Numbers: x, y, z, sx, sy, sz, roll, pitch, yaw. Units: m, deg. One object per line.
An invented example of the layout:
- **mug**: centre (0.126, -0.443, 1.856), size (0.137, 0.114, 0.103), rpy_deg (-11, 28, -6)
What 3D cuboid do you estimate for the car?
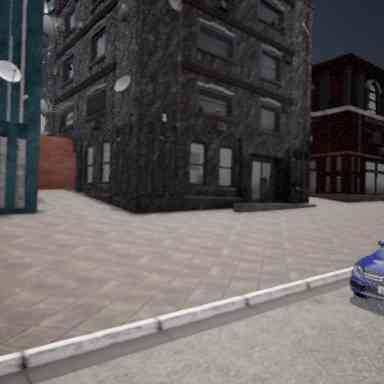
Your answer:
- **car**: centre (5.389, 1.517, 7.337), size (4.674, 1.442, 1.812), rpy_deg (0, 0, -36)
